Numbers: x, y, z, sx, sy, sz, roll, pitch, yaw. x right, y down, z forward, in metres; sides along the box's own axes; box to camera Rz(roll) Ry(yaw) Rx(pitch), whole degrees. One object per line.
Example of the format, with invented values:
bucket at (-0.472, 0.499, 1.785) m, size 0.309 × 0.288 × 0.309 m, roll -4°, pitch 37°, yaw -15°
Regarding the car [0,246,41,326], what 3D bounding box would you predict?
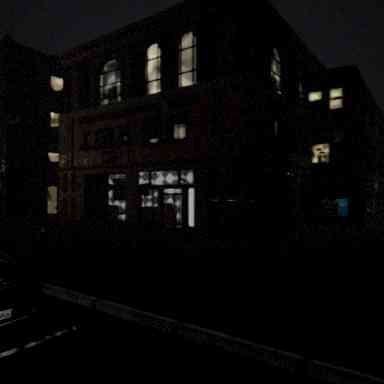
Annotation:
car at (-4.526, 1.561, 6.103) m, size 4.403 × 1.369 × 2.008 m, roll 0°, pitch 0°, yaw 36°
